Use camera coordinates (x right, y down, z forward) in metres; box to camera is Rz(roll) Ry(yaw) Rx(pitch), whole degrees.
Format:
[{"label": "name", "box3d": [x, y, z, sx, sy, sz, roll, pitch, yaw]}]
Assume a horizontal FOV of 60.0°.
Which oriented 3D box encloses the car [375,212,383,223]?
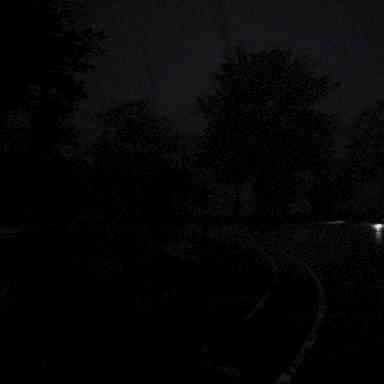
[{"label": "car", "box3d": [17.231, 1.770, 26.773, 5.357, 1.411, 2.033, 0, -1, -26]}]
